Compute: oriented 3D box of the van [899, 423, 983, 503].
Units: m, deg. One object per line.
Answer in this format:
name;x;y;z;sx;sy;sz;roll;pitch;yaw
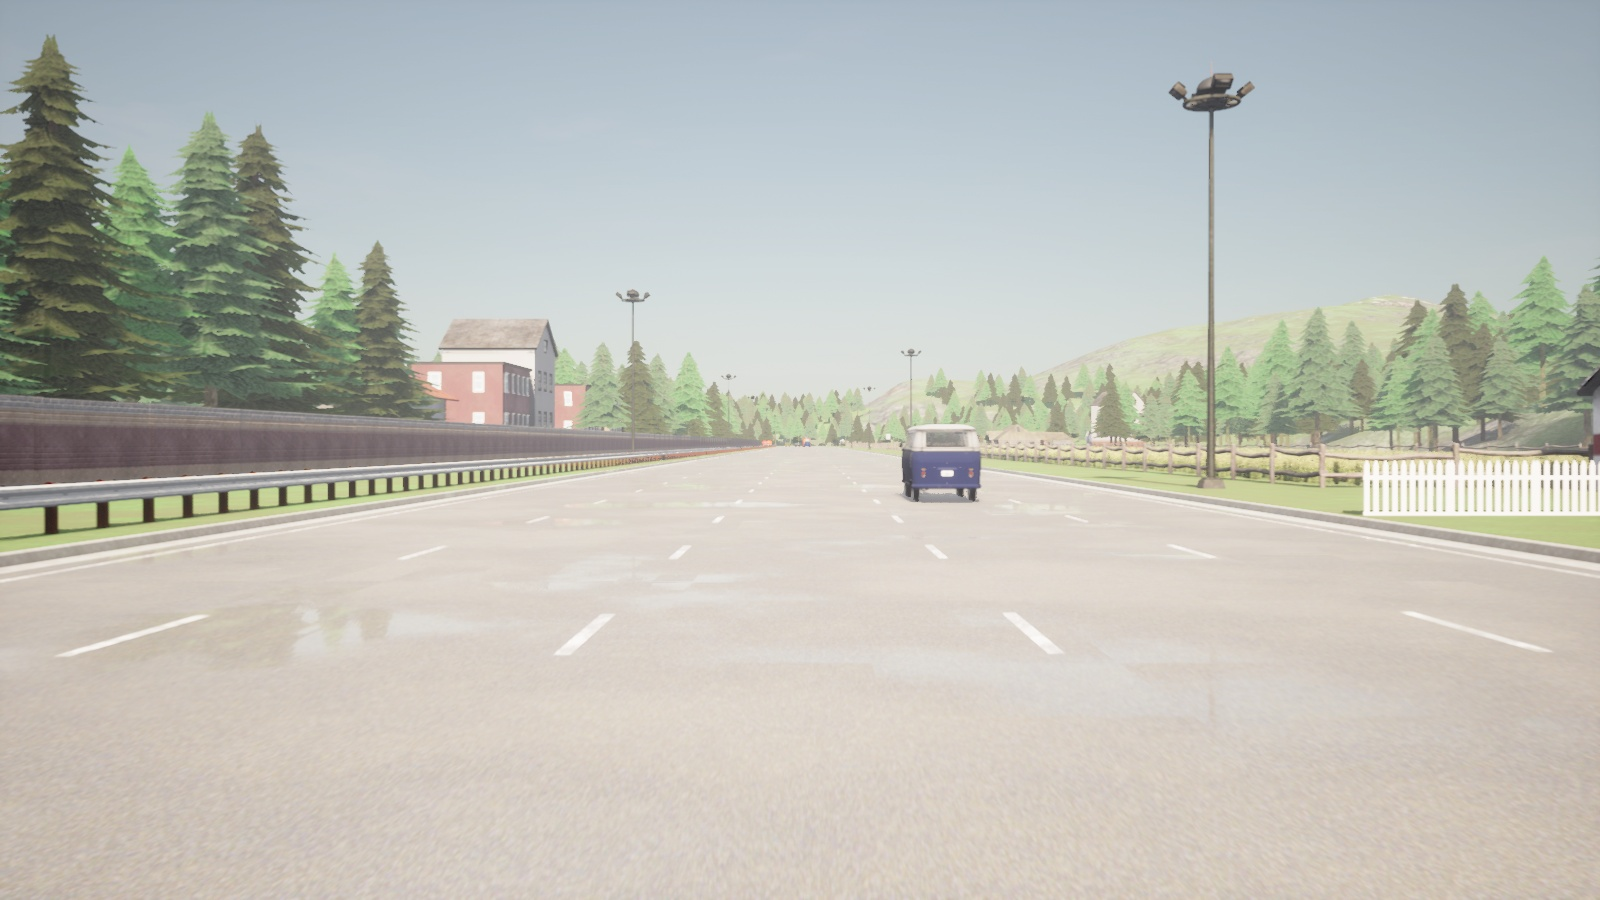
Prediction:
van;3.710;0.312;33.754;1.775;1.987;4.442;0;0;0
